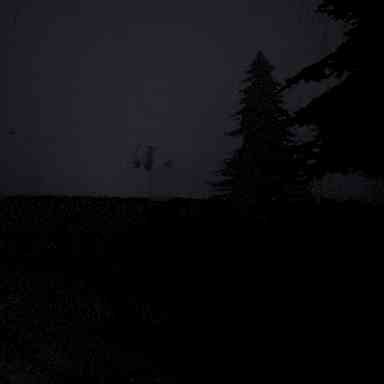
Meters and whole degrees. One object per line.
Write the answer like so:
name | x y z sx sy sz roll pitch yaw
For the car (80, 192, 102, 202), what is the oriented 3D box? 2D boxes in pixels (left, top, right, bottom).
car | -20.188 1.004 66.493 1.905 1.878 3.866 0 0 39

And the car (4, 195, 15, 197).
car | -20.042 1.295 32.941 2.007 1.523 4.514 0 0 39

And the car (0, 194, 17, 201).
car | -42.513 1.198 75.393 2.007 1.523 4.514 0 0 39

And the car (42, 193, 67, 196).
car | -30.047 1.065 74.648 2.152 1.636 5.027 0 0 39

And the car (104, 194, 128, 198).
car | -10.482 1.334 49.189 1.970 1.475 3.806 0 0 39

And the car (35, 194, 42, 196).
car | -35.198 1.136 78.489 1.970 1.475 3.806 0 0 39

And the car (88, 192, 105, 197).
car | -17.687 1.028 64.958 1.932 1.855 4.605 0 0 39

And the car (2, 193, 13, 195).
car | -26.729 1.256 48.364 1.845 1.501 3.633 0 0 39
